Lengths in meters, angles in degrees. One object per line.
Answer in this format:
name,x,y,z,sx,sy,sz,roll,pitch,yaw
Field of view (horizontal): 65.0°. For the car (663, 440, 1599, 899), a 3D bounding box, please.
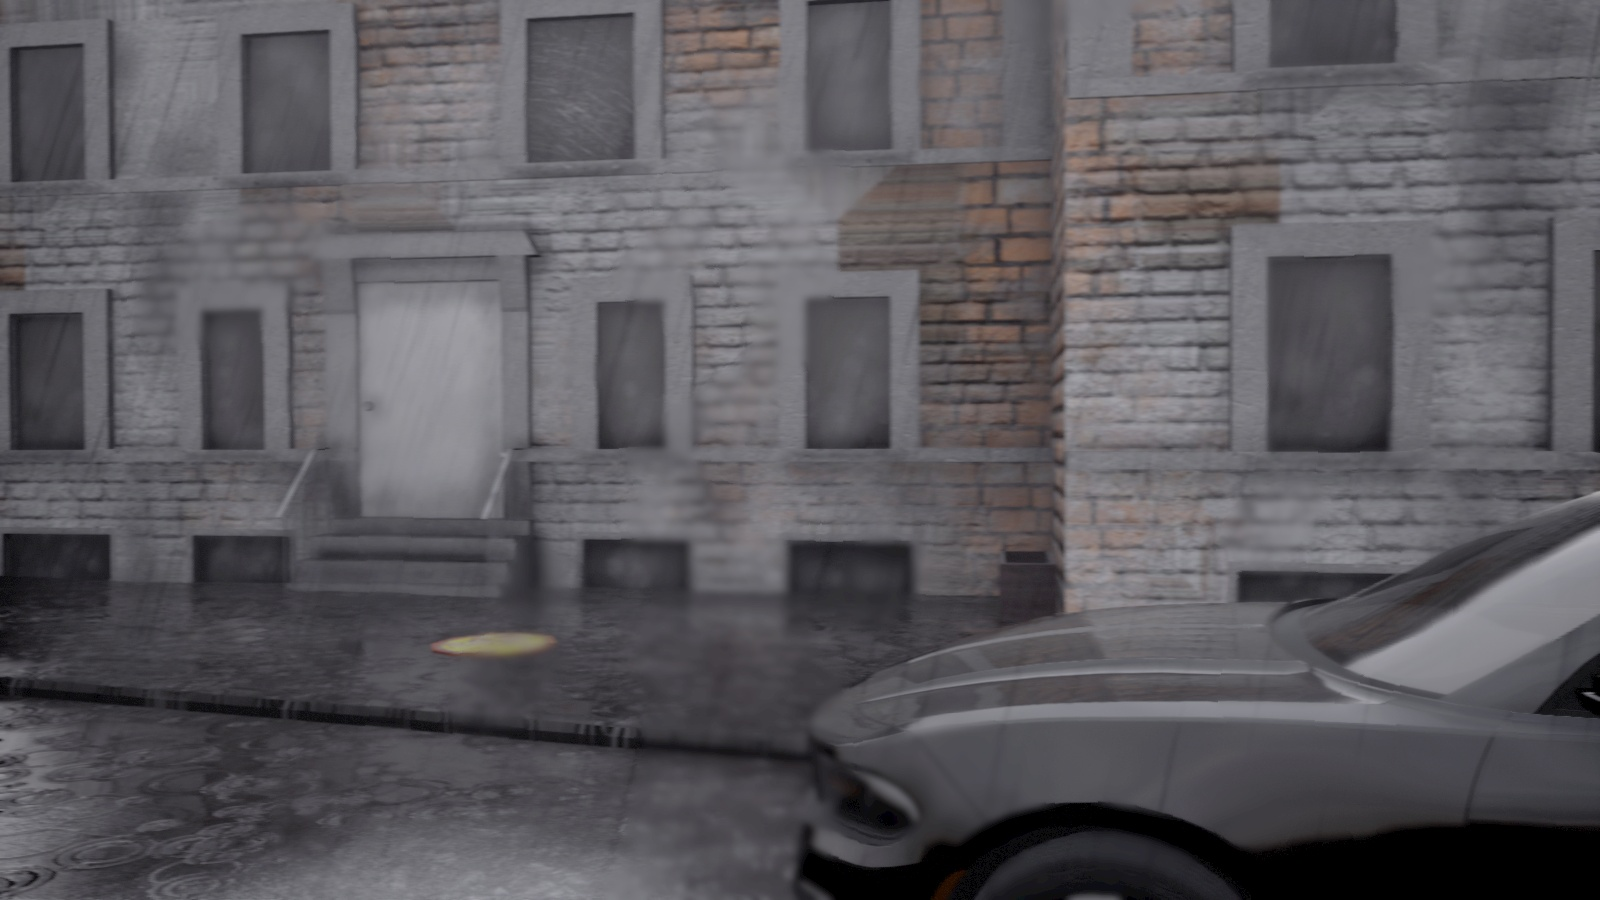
car,2.365,0.766,2.925,5.008,1.535,1.882,1,1,19
